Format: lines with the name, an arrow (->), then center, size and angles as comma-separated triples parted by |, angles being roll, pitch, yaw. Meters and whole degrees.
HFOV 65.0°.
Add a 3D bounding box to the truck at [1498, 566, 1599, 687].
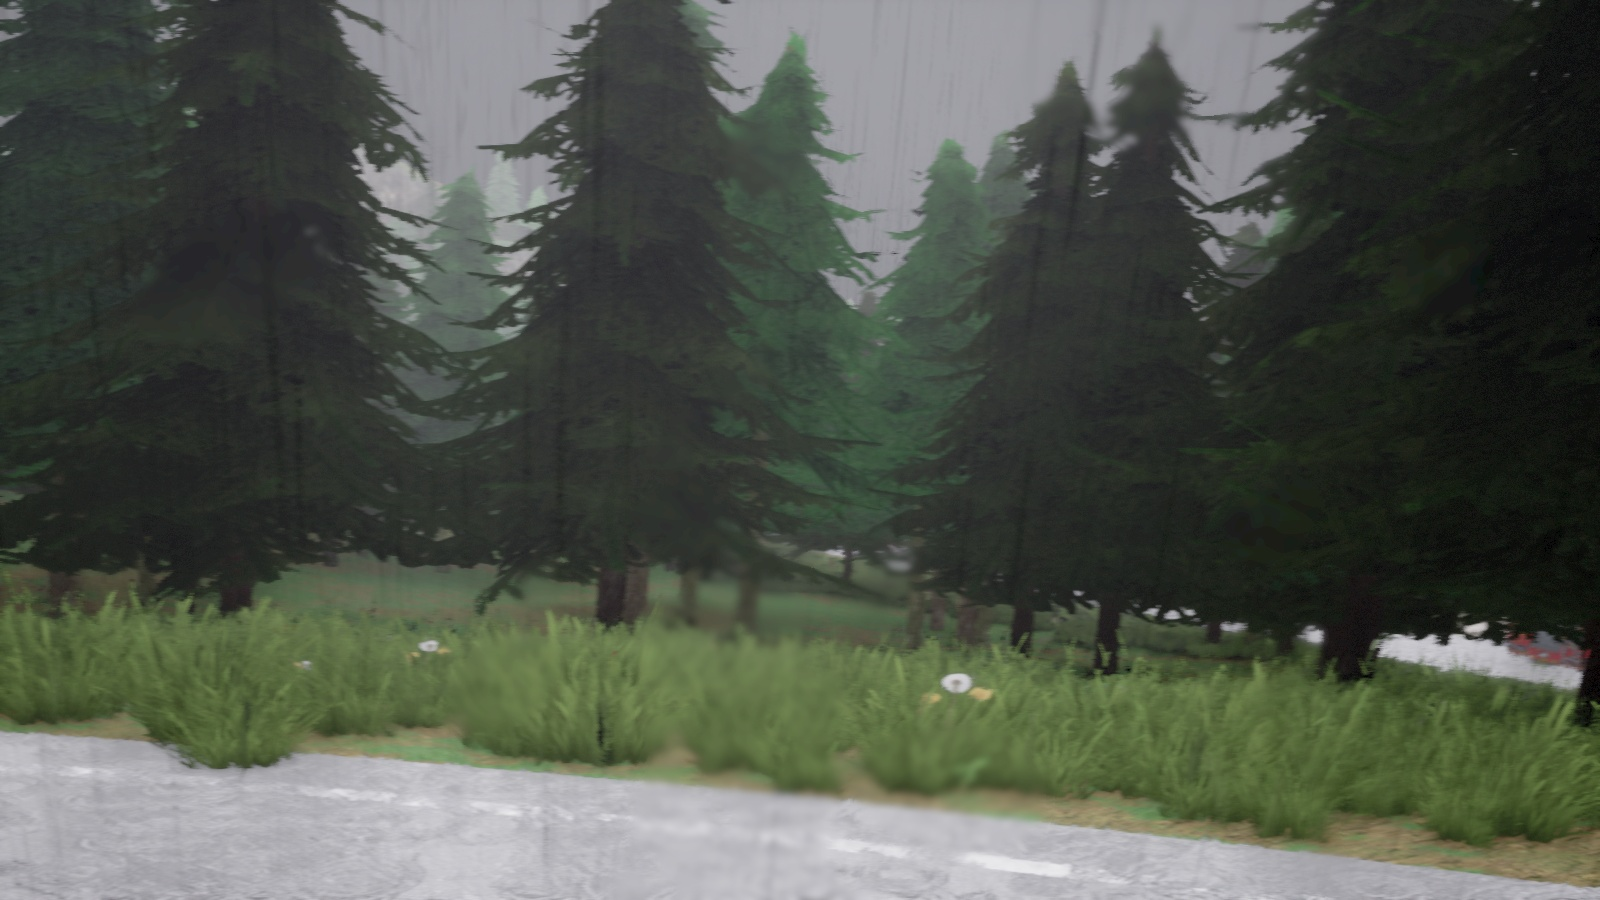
truck -> 30.616, 6.521, 47.210 | 8.468, 3.827, 2.891 | 3, 4, -25
